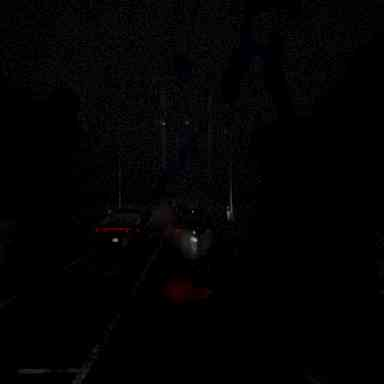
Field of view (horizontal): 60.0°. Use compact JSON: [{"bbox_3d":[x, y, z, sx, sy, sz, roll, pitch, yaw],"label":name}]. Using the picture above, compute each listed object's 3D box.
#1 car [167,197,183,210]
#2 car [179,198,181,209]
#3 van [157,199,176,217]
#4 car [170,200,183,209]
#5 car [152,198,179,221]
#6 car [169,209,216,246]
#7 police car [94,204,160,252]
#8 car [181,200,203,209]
[{"bbox_3d":[-2.632,1.791,51.795,2.192,1.841,5.009,0,-1,0],"label":"car"},{"bbox_3d":[-2.632,1.674,40.568,2.192,1.841,5.009,0,-1,0],"label":"car"},{"bbox_3d":[-2.632,1.644,34.954,1.690,1.788,3.998,0,-1,0],"label":"van"},{"bbox_3d":[-2.633,2.087,57.407,2.008,1.369,4.403,0,-1,0],"label":"car"},{"bbox_3d":[-2.632,1.564,29.341,2.192,1.841,5.009,0,-1,0],"label":"car"},{"bbox_3d":[0.098,1.731,16.125,1.895,1.301,4.718,0,0,0],"label":"car"},{"bbox_3d":[-2.749,1.543,14.539,1.930,1.638,5.238,0,0,0],"label":"police car"},{"bbox_3d":[0.100,1.774,34.269,1.882,1.535,5.008,0,-1,0],"label":"car"}]
